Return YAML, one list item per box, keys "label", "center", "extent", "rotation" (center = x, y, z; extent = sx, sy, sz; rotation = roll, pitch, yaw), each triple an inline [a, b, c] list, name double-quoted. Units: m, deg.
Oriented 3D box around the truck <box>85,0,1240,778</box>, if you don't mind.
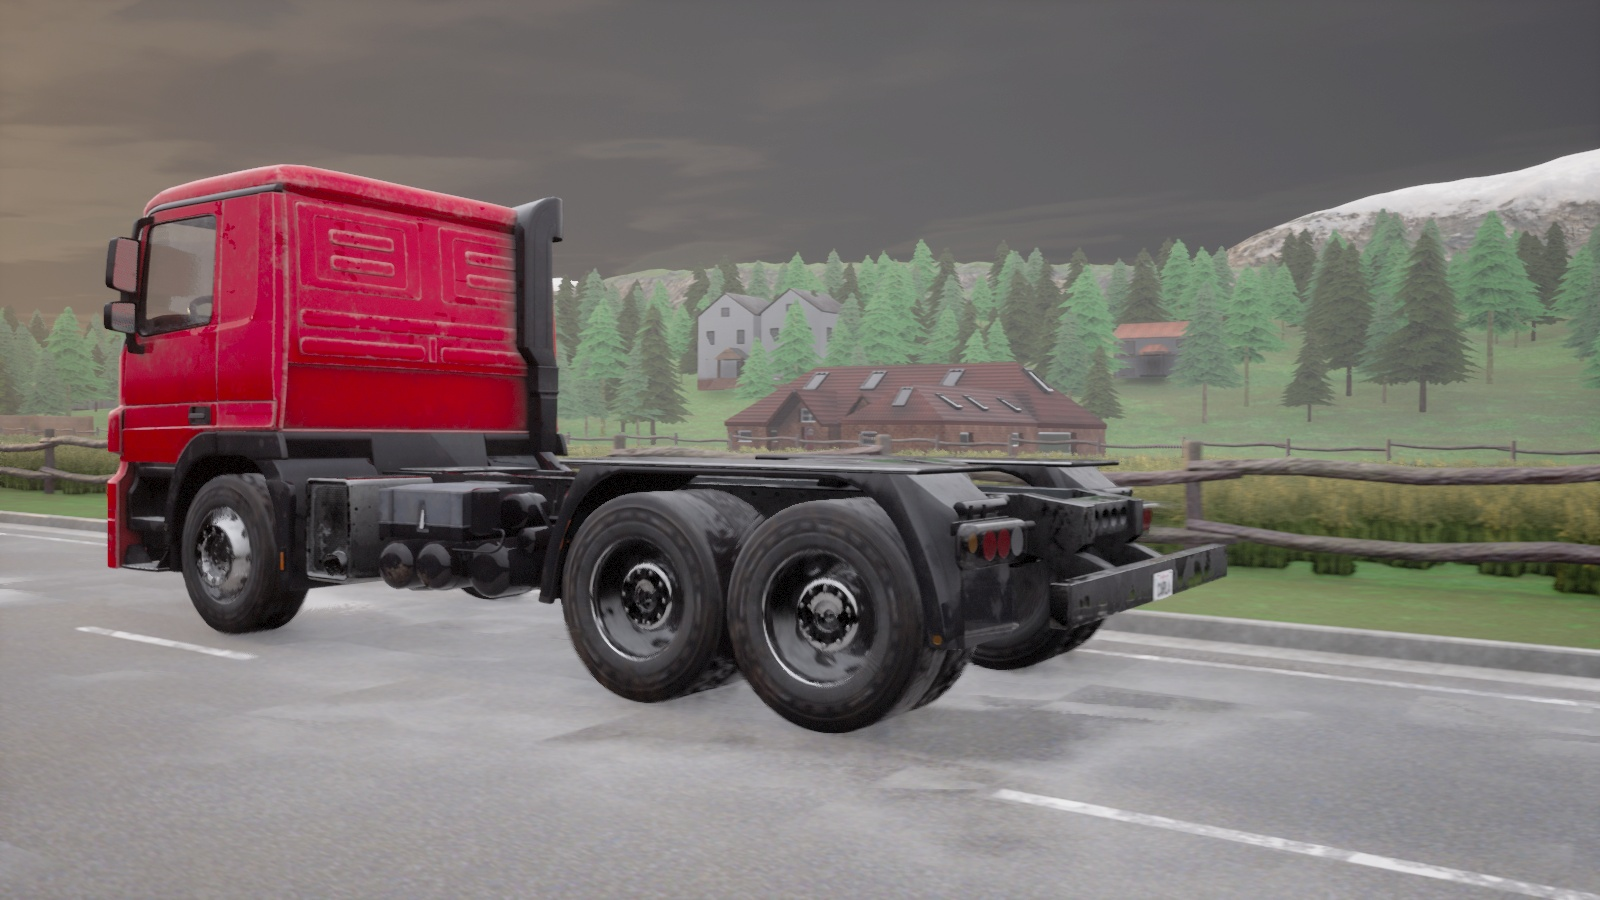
- label: "truck"
  center: [-1.397, -0.357, 8.731]
  extent: [7.936, 3.462, 2.891]
  rotation: [0, 1, 34]
